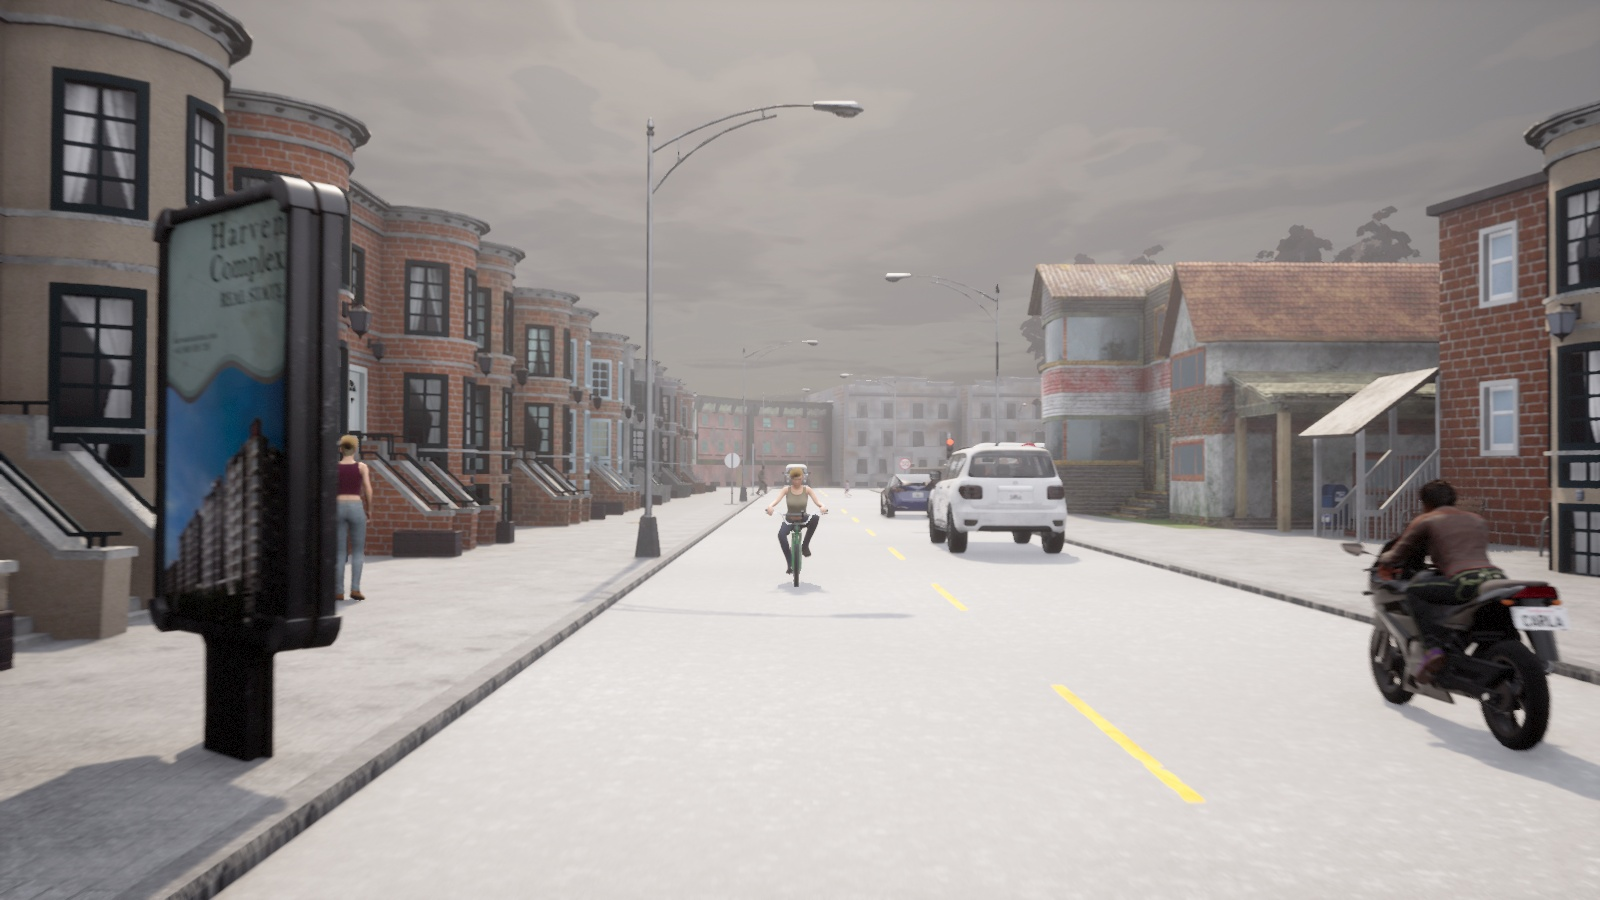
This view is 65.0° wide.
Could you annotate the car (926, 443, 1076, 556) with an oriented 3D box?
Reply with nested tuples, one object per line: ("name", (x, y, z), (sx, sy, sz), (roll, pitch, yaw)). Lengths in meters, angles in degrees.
("car", (3.939, 0.947, 25.652), (2.150, 2.045, 5.566), (0, -1, 0))

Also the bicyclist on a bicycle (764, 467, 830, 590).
("bicyclist on a bicycle", (-0.035, 1.040, 17.226), (0.866, 1.612, 1.509), (0, -1, 0))

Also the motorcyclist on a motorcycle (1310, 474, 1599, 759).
("motorcyclist on a motorcycle", (3.982, 0.911, 7.776), (0.797, 1.523, 2.044), (0, -1, 0))

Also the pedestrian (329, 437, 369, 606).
("pedestrian", (-5.000, 0.778, 13.940), (0.345, 1.836, 0.594), (0, -1, -13))

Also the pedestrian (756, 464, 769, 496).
("pedestrian", (-2.255, 1.812, 75.740), (0.692, 1.930, 0.396), (-1, -1, 21))

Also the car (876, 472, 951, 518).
("car", (3.894, 1.532, 43.778), (2.163, 1.488, 4.792), (0, -1, 0))

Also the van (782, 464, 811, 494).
("van", (-0.249, 2.070, 92.229), (2.069, 2.038, 4.480), (0, 1, 0))
